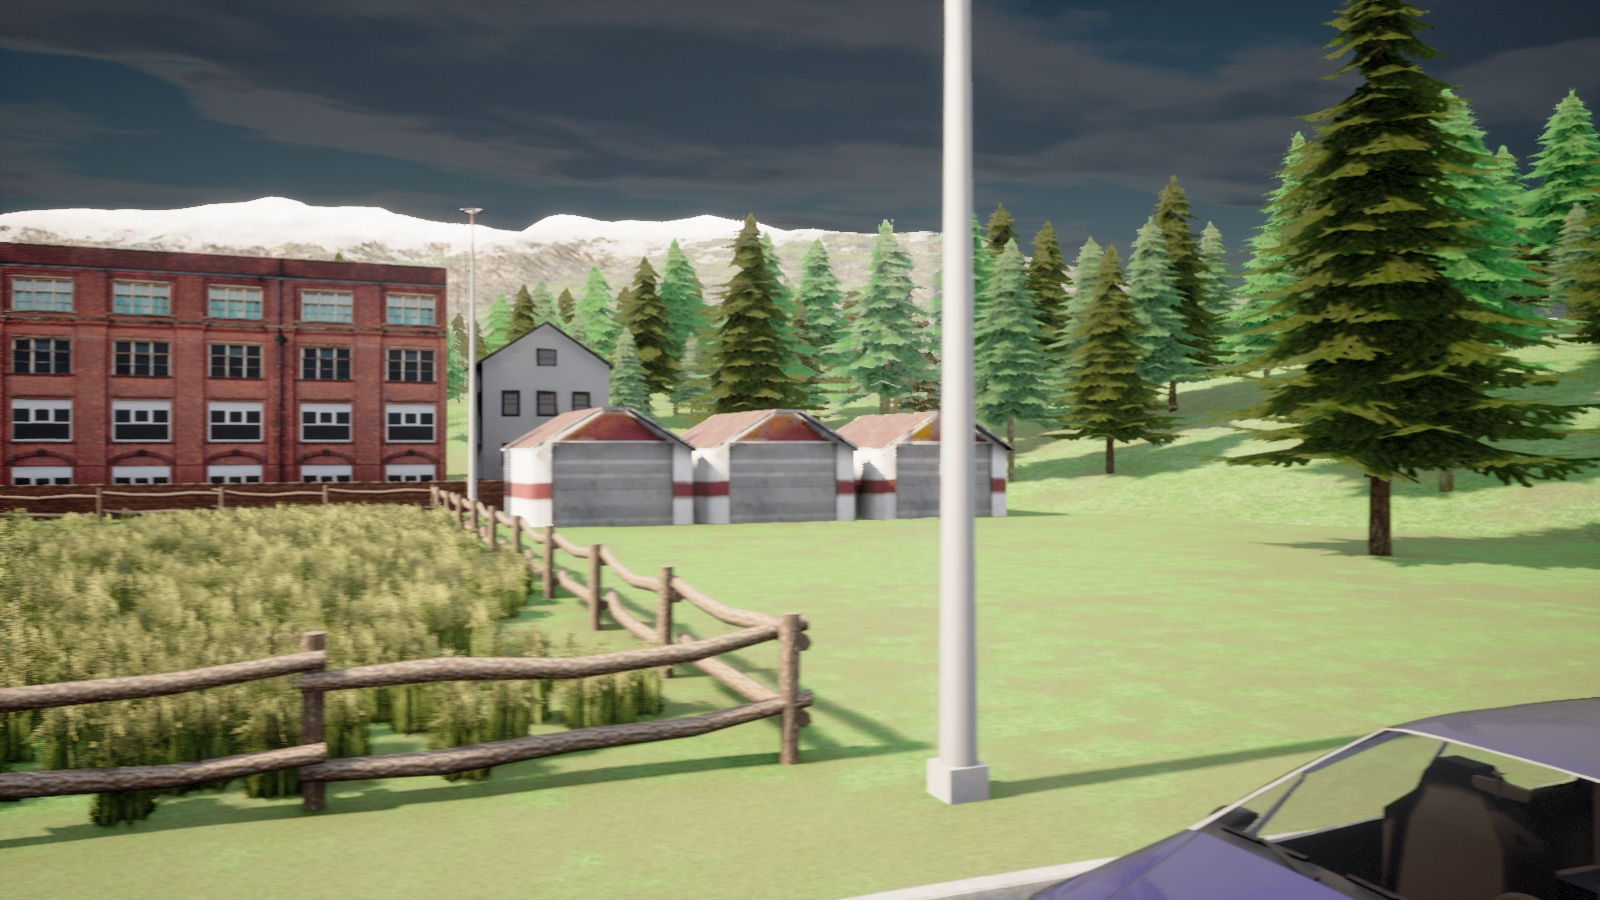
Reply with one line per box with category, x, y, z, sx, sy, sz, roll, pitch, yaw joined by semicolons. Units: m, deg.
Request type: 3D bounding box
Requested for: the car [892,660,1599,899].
car;2.936;1.965;4.512;4.611;1.667;2.242;0;0;-19
